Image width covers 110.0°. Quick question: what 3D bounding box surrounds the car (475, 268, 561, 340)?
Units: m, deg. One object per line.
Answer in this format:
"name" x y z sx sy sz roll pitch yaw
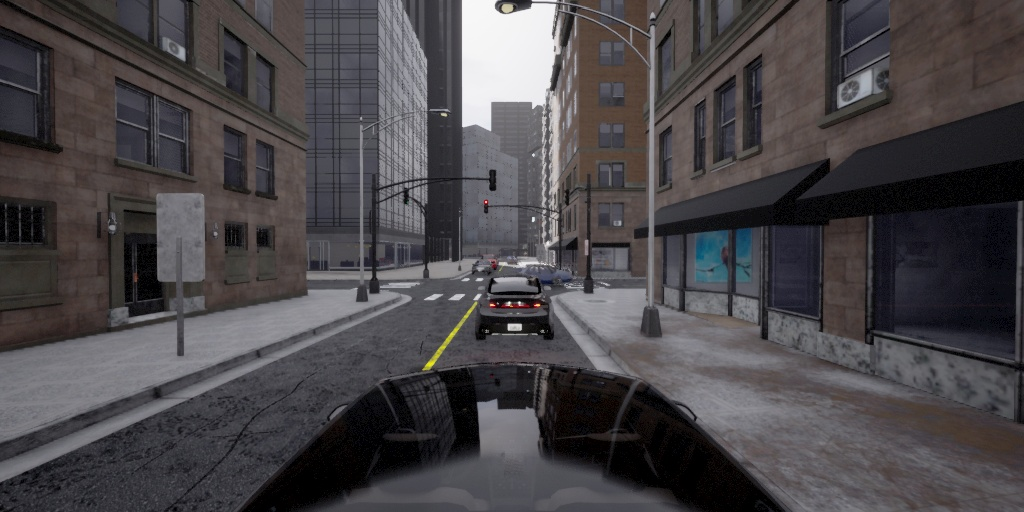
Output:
"car" 0.070 1.252 9.972 1.837 1.490 4.892 0 0 0

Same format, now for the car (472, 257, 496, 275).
"car" -3.134 1.163 37.962 2.128 1.511 4.902 0 0 0

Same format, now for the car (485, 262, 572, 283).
"car" 1.282 1.281 23.215 5.357 1.411 2.033 0 0 -26

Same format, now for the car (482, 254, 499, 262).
"car" -3.151 0.809 48.266 2.150 2.045 5.566 0 1 0
